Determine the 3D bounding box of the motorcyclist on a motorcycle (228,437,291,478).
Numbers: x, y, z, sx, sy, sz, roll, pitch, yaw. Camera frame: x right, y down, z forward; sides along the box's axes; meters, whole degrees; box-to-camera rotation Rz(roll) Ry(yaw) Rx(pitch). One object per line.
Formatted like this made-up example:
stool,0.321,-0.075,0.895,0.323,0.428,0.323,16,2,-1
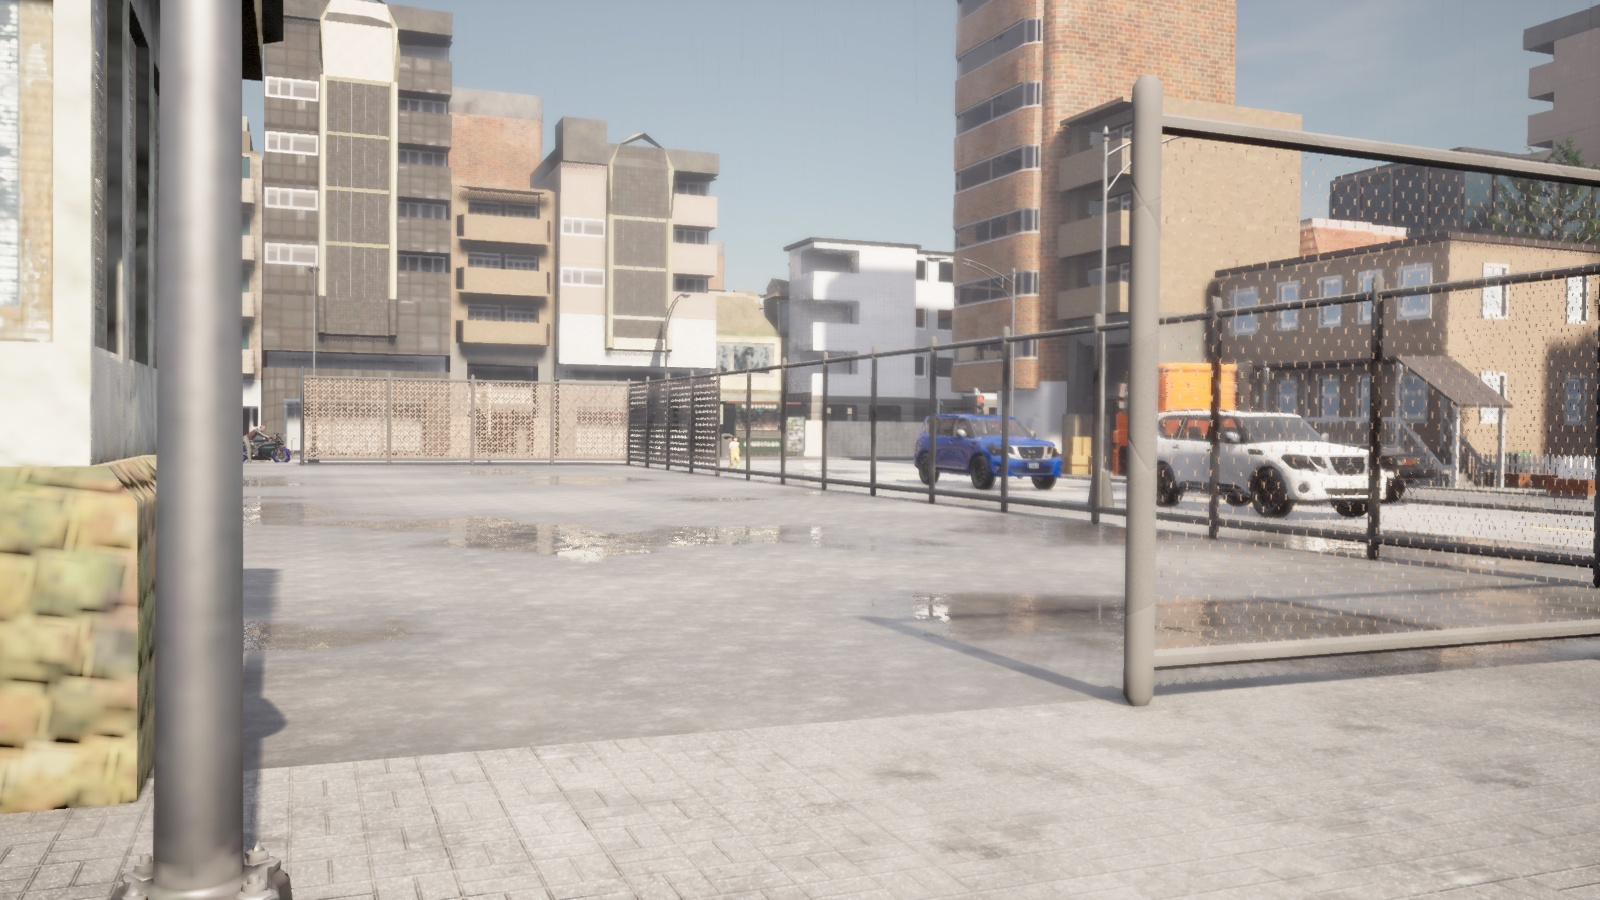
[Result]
motorcyclist on a motorcycle,-20.997,0.266,48.809,2.191,1.530,0.866,-1,1,-22

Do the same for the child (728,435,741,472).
child,-2.220,0.118,42.667,0.270,1.263,0.437,-1,1,-25

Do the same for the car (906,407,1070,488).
car,5.106,-0.109,35.091,2.150,2.045,5.566,-1,1,-20

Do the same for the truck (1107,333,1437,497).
truck,11.119,-0.803,30.655,2.891,3.462,7.936,-1,1,-22

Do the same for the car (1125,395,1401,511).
car,9.047,0.009,25.220,2.150,2.045,5.566,-1,1,-19
